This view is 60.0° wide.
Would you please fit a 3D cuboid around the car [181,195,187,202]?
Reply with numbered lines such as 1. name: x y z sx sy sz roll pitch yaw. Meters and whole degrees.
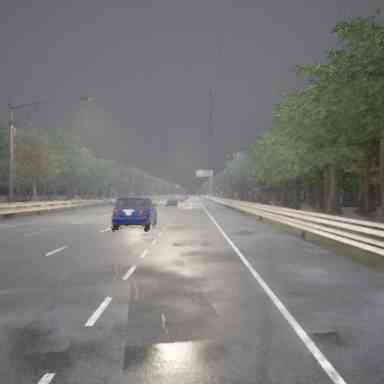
1. car: -3.081 2.044 92.090 1.994 1.385 4.181 0 0 1

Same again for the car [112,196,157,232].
1. car: -3.487 1.291 20.974 2.150 2.045 5.566 0 0 0

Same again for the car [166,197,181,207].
1. car: -3.349 1.782 56.908 1.837 1.490 4.892 0 0 0
